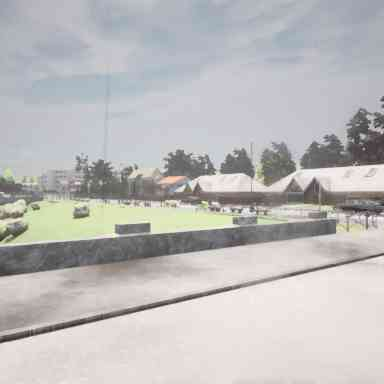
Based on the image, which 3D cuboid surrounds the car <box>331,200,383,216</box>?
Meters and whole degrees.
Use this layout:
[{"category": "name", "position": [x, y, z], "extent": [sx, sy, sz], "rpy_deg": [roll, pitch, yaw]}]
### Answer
[{"category": "car", "position": [16.057, 1.491, 32.358], "extent": [2.128, 1.511, 4.902], "rpy_deg": [0, 0, -36]}]

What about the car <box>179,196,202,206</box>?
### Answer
[{"category": "car", "position": [-0.347, 1.505, 55.413], "extent": [1.837, 1.490, 4.892], "rpy_deg": [0, 0, -35]}]
